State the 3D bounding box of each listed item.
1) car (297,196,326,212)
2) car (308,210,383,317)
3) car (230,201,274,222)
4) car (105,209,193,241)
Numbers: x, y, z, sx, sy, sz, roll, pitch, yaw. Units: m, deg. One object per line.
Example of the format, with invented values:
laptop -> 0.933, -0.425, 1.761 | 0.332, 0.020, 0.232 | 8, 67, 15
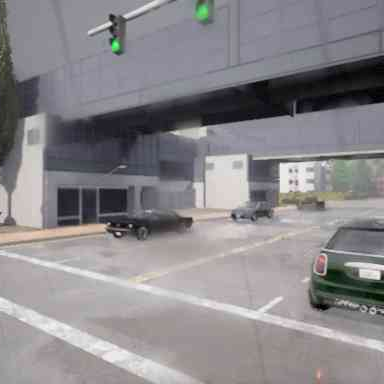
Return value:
car -> 13.706, 1.314, 38.088 | 2.097, 1.767, 4.553 | 0, 0, 37
car -> 4.124, 1.349, 7.109 | 2.097, 1.767, 4.553 | 0, 0, 36
car -> 4.763, 1.454, 25.943 | 2.128, 1.511, 4.902 | 0, 0, 36
car -> -2.010, 1.564, 16.708 | 1.895, 1.301, 4.718 | 0, 0, 36
